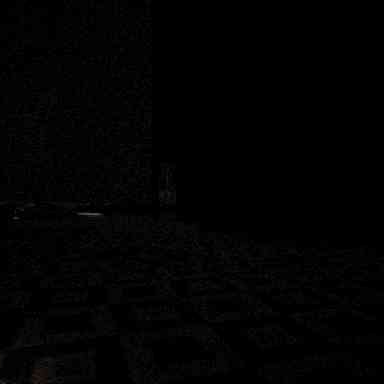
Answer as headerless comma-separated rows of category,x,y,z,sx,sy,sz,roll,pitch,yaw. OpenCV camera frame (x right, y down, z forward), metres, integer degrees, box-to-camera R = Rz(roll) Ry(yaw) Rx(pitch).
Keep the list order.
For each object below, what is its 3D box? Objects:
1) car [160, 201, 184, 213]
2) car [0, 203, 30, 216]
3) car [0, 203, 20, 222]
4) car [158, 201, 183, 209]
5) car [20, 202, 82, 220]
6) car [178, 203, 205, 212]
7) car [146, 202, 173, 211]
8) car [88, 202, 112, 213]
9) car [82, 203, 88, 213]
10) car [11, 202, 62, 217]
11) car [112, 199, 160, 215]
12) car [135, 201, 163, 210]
car,-3.319,2.113,44.548,1.887,1.381,4.507,-1,-2,35
car,-20.080,1.841,35.711,2.008,1.369,4.403,-1,-1,35
car,-16.416,1.774,26.162,1.947,1.339,4.313,-1,-2,35
car,-3.709,2.304,58.692,2.008,1.369,4.403,-1,-2,35
car,-13.044,1.823,30.897,1.752,1.417,4.829,-1,-2,35
car,-0.040,2.245,49.149,1.802,1.307,4.206,-1,-2,36
car,-5.030,2.216,52.150,1.994,1.385,4.181,0,-1,37
car,-10.884,2.011,43.995,1.812,1.442,4.674,0,-1,35
car,-13.532,2.015,44.904,1.887,1.381,4.507,-1,-2,35
car,-16.666,1.851,35.897,1.812,1.442,4.674,0,-1,36
car,-6.594,1.790,39.958,2.192,1.841,5.009,-1,-2,35
car,-6.983,2.208,54.096,2.008,1.369,4.403,-1,-2,35
